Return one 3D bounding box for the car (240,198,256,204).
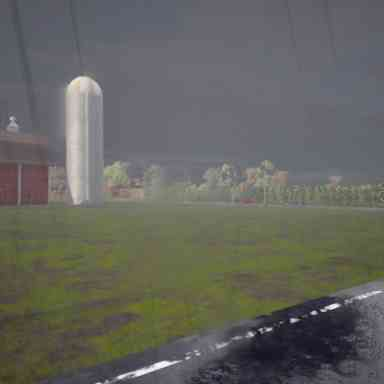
[{"bbox_3d":[12.530,2.031,72.008,1.882,1.535,5.008,0,0,-36],"label":"car"}]
